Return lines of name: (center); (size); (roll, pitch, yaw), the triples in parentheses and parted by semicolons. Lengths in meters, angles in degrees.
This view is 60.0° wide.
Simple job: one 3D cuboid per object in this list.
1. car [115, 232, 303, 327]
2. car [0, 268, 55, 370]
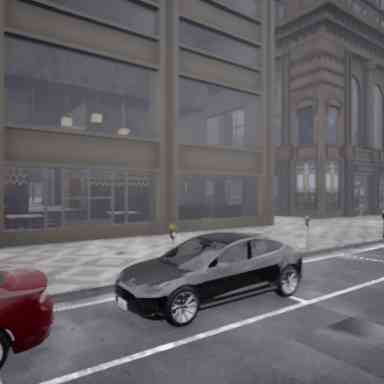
car: (0.568, 1.572, 7.051); (4.313, 1.339, 1.947); (0, 0, -35)
car: (-4.008, 1.543, 3.790); (4.507, 1.381, 1.887); (0, 0, -35)
